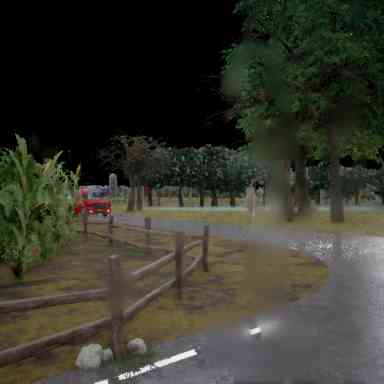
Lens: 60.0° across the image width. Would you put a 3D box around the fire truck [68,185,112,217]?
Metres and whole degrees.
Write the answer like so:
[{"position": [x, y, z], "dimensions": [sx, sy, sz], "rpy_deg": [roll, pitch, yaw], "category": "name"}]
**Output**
[{"position": [-13.116, 1.133, 41.965], "dimensions": [2.891, 3.827, 8.468], "rpy_deg": [1, -2, -36], "category": "fire truck"}]
